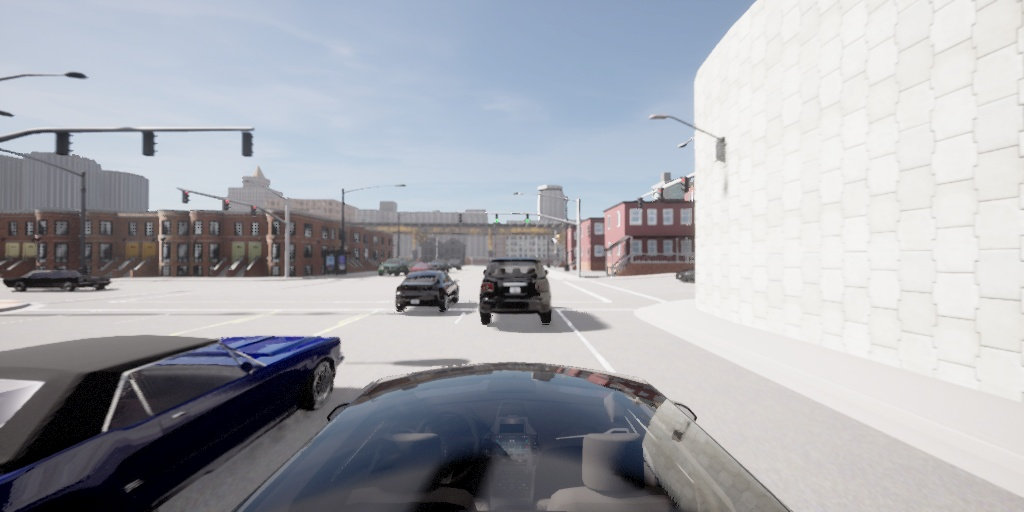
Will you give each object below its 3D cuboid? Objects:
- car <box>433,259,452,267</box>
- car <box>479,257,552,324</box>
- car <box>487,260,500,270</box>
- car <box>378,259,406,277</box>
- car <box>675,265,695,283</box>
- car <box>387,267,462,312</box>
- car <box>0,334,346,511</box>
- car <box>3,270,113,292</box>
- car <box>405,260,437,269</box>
[{"bbox_3d":[-10.537,1.424,51.753,2.150,2.045,5.566,0,-1,0],"label":"car"},{"bbox_3d":[0.141,1.067,12.504,2.150,2.045,5.566,0,-1,1],"label":"car"},{"bbox_3d":[-3.337,1.675,65.225,2.097,1.767,4.553,0,-1,0],"label":"car"},{"bbox_3d":[-14.051,1.343,42.824,2.150,2.045,5.566,0,-1,0],"label":"car"},{"bbox_3d":[14.201,1.134,26.164,4.181,1.385,1.994,-5,-1,0],"label":"car"},{"bbox_3d":[-3.391,1.375,14.987,1.837,1.490,4.892,0,0,0],"label":"car"},{"bbox_3d":[-3.396,1.365,3.194,1.895,1.301,4.718,0,-1,0],"label":"car"},{"bbox_3d":[-28.151,1.539,22.366,4.718,1.301,1.895,0,-1,0],"label":"car"},{"bbox_3d":[-10.558,1.593,42.138,1.882,1.535,5.008,0,-1,0],"label":"car"}]
